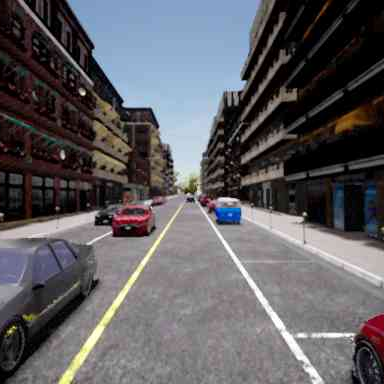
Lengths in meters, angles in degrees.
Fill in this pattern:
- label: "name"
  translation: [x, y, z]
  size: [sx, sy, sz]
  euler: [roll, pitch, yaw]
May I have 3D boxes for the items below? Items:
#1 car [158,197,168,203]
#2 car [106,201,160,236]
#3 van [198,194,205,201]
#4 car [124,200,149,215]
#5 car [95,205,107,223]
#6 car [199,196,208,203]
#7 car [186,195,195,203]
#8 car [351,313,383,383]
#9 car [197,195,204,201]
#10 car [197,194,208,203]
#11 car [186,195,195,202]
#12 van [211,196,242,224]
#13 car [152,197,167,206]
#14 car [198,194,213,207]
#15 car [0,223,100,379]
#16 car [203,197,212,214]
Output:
- label: "car"
  translation: [-5.972, 1.643, 69.026]
  size: [1.802, 1.307, 4.206]
  euler: [1, 0, 0]
- label: "car"
  translation: [-3.158, 1.497, 18.900]
  size: [1.882, 1.535, 5.008]
  euler: [0, 0, 0]
- label: "van"
  translation: [2.339, 1.397, 85.735]
  size: [1.690, 1.788, 3.998]
  euler: [1, 0, 0]
- label: "car"
  translation: [-5.828, 1.602, 35.599]
  size: [1.947, 1.339, 4.313]
  euler: [1, 0, 0]
- label: "car"
  translation: [-5.779, 1.595, 24.458]
  size: [1.947, 1.339, 4.313]
  euler: [1, 0, 0]
- label: "car"
  translation: [2.408, 1.569, 69.192]
  size: [1.752, 1.417, 4.829]
  euler: [1, 0, 0]
- label: "car"
  translation: [-0.292, 1.533, 69.125]
  size: [1.837, 1.490, 4.892]
  euler: [0, 0, 0]
- label: "car"
  translation: [2.697, 1.578, 2.170]
  size: [1.802, 1.307, 4.206]
  euler: [1, 0, 0]
- label: "car"
  translation: [2.313, 1.612, 91.307]
  size: [2.008, 1.369, 4.403]
  euler: [1, 0, 0]
- label: "car"
  translation: [2.388, 1.363, 74.594]
  size: [2.192, 1.841, 5.009]
  euler: [1, 0, 0]
- label: "car"
  translation: [-0.336, 1.495, 79.268]
  size: [2.128, 1.511, 4.902]
  euler: [0, 0, 0]
- label: "van"
  translation: [2.603, 1.352, 24.455]
  size: [1.690, 1.788, 3.998]
  euler: [1, 0, 0]
- label: "car"
  translation: [-5.924, 1.597, 57.884]
  size: [1.887, 1.381, 4.507]
  euler: [1, 0, 0]
- label: "car"
  translation: [2.483, 1.345, 52.309]
  size: [2.192, 1.841, 5.009]
  euler: [1, 0, 0]
- label: "car"
  translation: [-3.122, 1.558, 5.765]
  size: [2.033, 1.411, 5.357]
  euler: [0, 0, -1]
- label: "car"
  translation: [2.553, 1.563, 35.596]
  size: [1.887, 1.381, 4.507]
  euler: [1, 0, 0]
